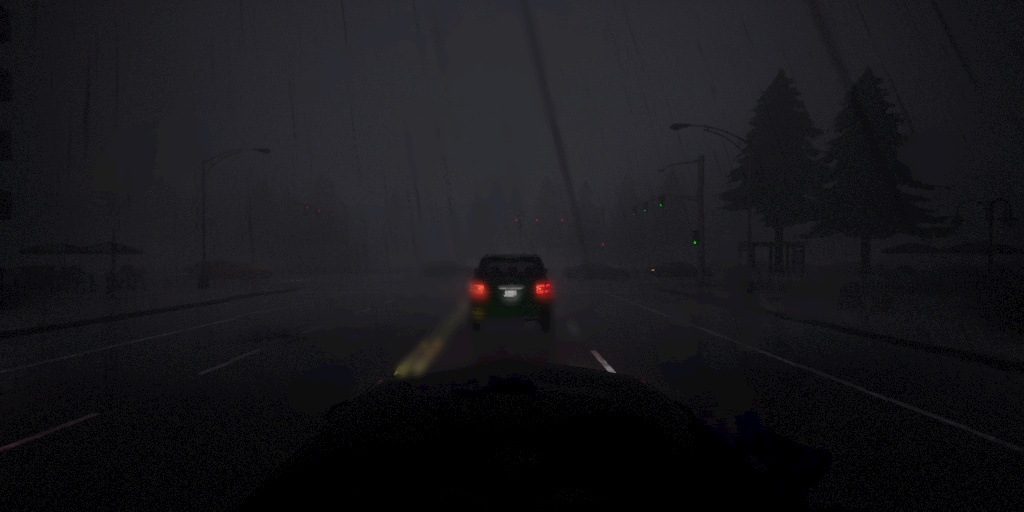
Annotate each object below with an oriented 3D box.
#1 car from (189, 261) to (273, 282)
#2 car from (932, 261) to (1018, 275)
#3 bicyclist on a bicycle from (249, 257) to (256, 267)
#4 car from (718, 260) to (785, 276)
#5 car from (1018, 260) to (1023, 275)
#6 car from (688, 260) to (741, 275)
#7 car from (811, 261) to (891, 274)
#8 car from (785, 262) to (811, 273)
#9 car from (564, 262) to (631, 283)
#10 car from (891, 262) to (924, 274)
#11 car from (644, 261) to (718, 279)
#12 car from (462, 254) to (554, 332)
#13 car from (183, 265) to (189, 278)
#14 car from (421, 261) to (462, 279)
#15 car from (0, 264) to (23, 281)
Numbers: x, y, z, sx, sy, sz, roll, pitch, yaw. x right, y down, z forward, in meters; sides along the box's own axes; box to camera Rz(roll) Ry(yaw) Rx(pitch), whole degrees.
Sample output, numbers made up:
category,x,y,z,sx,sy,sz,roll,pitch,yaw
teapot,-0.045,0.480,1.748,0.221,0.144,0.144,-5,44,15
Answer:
category,x,y,z,sx,sy,sz,roll,pitch,yaw
car,-20.875,1.161,27.110,5.008,1.535,1.882,0,0,-1
car,42.803,1.173,33.618,4.902,1.511,2.128,0,0,13
bicyclist on a bicycle,-30.106,0.978,41.533,0.582,1.620,1.656,0,0,-1
car,22.940,1.172,34.681,4.902,1.511,2.128,0,0,0
car,49.344,1.186,35.415,4.892,1.490,1.837,0,0,20
car,21.491,1.205,38.176,4.674,1.442,1.812,0,0,0
car,32.691,1.229,34.680,5.357,1.411,2.033,0,0,1
car,30.596,1.280,38.184,4.718,1.301,1.895,0,0,1
car,6.477,1.191,27.364,5.008,1.535,1.882,0,0,-1
car,39.727,1.281,37.662,4.718,1.301,1.895,0,0,7
car,14.320,1.229,30.937,5.357,1.411,2.033,0,0,-1
car,-0.022,0.968,11.024,2.150,2.045,5.566,0,0,0
car,-25.075,1.187,30.547,4.892,1.490,1.837,0,0,-1
car,-5.270,1.214,30.763,4.892,1.490,1.837,0,0,-1
car,-38.337,1.247,26.539,4.181,1.385,1.994,0,0,-7
